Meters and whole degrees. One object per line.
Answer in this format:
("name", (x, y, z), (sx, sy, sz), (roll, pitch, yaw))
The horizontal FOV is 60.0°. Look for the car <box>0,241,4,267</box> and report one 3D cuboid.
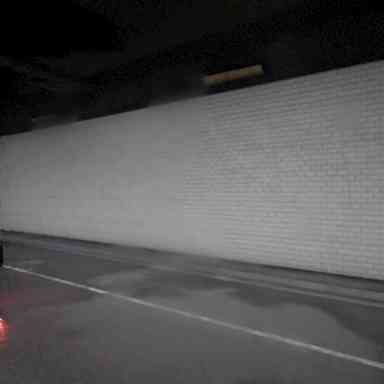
("car", (-6.948, 1.492, 8.917), (4.902, 1.511, 2.128), (0, 0, 35))
